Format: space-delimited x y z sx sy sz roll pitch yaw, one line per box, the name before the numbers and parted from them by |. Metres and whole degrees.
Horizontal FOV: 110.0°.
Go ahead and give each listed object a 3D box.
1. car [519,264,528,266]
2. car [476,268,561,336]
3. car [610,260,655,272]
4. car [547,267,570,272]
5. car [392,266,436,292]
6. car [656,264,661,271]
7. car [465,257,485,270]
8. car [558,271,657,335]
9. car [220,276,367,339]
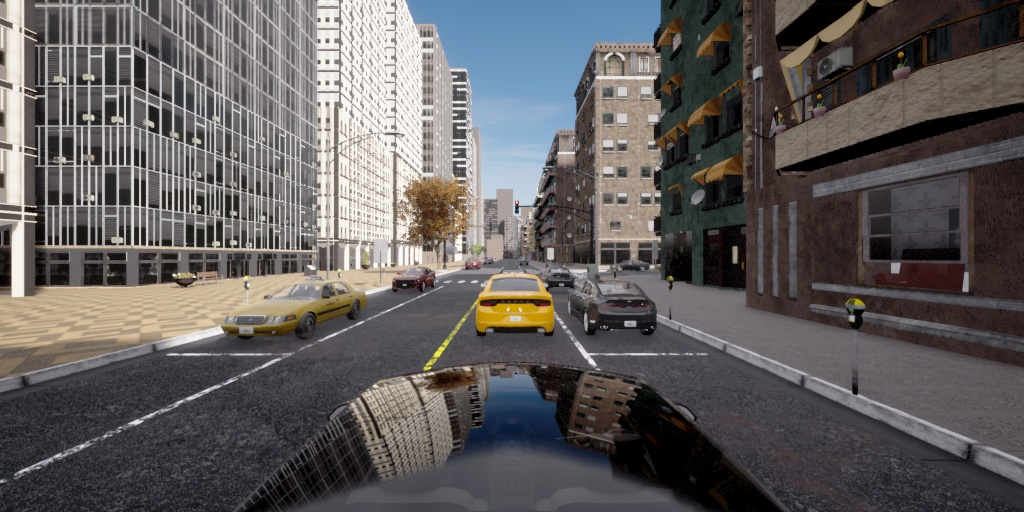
car | 0.063 1.355 20.664 1.895 1.301 4.718 0 0 0
car | 0.072 1.228 10.385 1.882 1.535 5.008 0 0 0
car | 13.358 1.109 40.794 4.403 1.370 2.007 0 0 -1
car | 2.650 1.305 21.357 2.007 1.370 4.403 0 0 0
car | -5.730 1.300 21.341 1.888 1.381 4.507 0 0 0
car | 18.755 1.006 40.859 4.829 1.417 1.751 0 0 -1
car | -5.793 1.099 53.728 2.192 1.841 5.009 0 0 0
car | 2.672 1.301 10.291 2.007 1.370 4.403 0 0 0
car | -5.708 1.276 10.105 1.751 1.417 4.829 0 0 0
